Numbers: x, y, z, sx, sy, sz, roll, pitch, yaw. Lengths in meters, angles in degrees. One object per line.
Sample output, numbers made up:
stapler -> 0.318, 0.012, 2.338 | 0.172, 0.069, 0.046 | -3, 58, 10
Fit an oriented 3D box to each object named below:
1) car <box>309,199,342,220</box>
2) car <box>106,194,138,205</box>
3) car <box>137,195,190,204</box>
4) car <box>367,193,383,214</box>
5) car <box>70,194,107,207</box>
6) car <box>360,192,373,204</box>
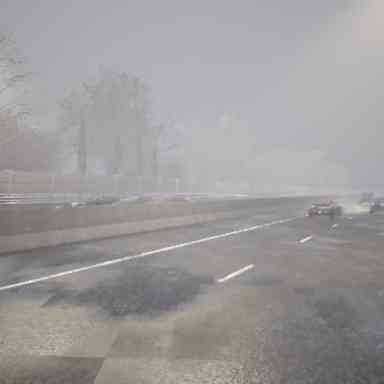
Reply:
car -> 10.845, 1.329, 26.843 | 2.128, 1.511, 4.902 | 2, 1, 33
car -> -4.797, 1.018, 28.726 | 1.812, 1.442, 4.674 | 2, 1, 33
car -> -1.847, 1.056, 26.845 | 1.882, 1.535, 5.008 | 2, 1, 33
car -> 19.457, 1.273, 33.788 | 2.097, 1.767, 4.553 | 2, 1, 33
car -> -8.438, 0.898, 29.527 | 2.128, 1.511, 4.902 | 2, 1, 33
car -> 30.515, 1.062, 57.534 | 2.150, 2.045, 5.566 | 2, 1, 33
